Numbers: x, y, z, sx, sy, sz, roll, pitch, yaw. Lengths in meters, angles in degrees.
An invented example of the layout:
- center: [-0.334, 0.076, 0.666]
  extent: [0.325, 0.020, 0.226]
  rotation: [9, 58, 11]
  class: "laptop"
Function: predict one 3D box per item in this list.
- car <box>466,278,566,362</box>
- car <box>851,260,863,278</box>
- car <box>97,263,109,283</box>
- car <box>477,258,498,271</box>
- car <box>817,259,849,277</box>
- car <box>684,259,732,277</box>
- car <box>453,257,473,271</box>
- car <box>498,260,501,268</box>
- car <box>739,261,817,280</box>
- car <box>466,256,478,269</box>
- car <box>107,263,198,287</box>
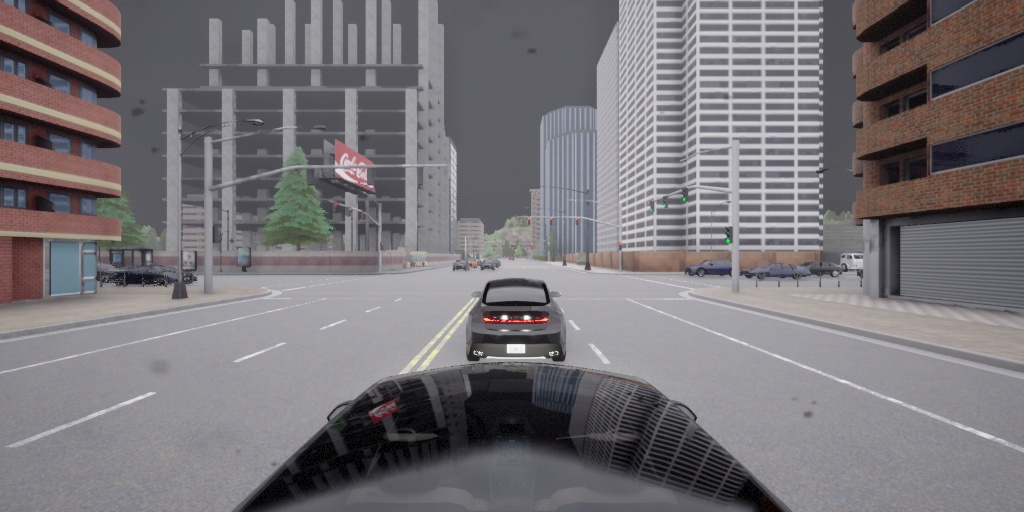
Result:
- center: [0.094, 1.255, 8.228]
  extent: [1.837, 1.490, 4.892]
  rotation: [0, 0, 1]
  class: "car"
- center: [32.720, 1.314, 31.180]
  extent: [4.181, 1.385, 1.994]
  rotation: [0, 0, 0]
  class: "car"
- center: [-31.577, 1.256, 27.471]
  extent: [4.892, 1.490, 1.837]
  rotation: [-1, 0, 0]
  class: "car"
- center: [-3.354, 1.254, 50.290]
  extent: [1.837, 1.490, 4.892]
  rotation: [0, 0, 0]
  class: "car"
- center: [29.068, 1.254, 34.684]
  extent: [4.892, 1.490, 1.837]
  rotation: [0, 0, 0]
  class: "car"
- center: [19.218, 1.102, 34.690]
  extent: [4.553, 1.767, 2.097]
  rotation: [0, 0, 0]
  class: "car"
- center: [-6.862, 1.254, 48.760]
  extent: [1.837, 1.490, 4.892]
  rotation: [0, 0, 0]
  class: "car"
- center: [-3.287, 1.101, 60.415]
  extent: [2.097, 1.767, 4.553]
  rotation: [0, 0, 1]
  class: "car"
- center: [22.808, 1.297, 31.191]
  extent: [5.357, 1.411, 2.033]
  rotation: [0, 0, 0]
  class: "car"
- center: [-6.805, 1.101, 57.966]
  extent: [2.097, 1.767, 4.553]
  rotation: [0, 0, 0]
  class: "car"
- center: [-23.711, 1.313, 23.972]
  extent: [4.181, 1.385, 1.994]
  rotation: [0, 0, 0]
  class: "car"
